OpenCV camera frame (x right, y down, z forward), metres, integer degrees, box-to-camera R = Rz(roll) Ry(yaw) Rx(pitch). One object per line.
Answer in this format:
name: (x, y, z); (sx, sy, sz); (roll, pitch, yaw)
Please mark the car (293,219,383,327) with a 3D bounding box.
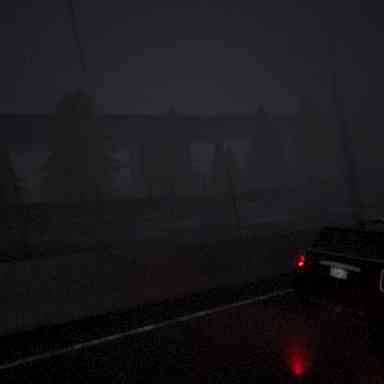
car: (4.158, 1.348, 6.713); (4.553, 1.767, 2.097); (0, 0, -35)
